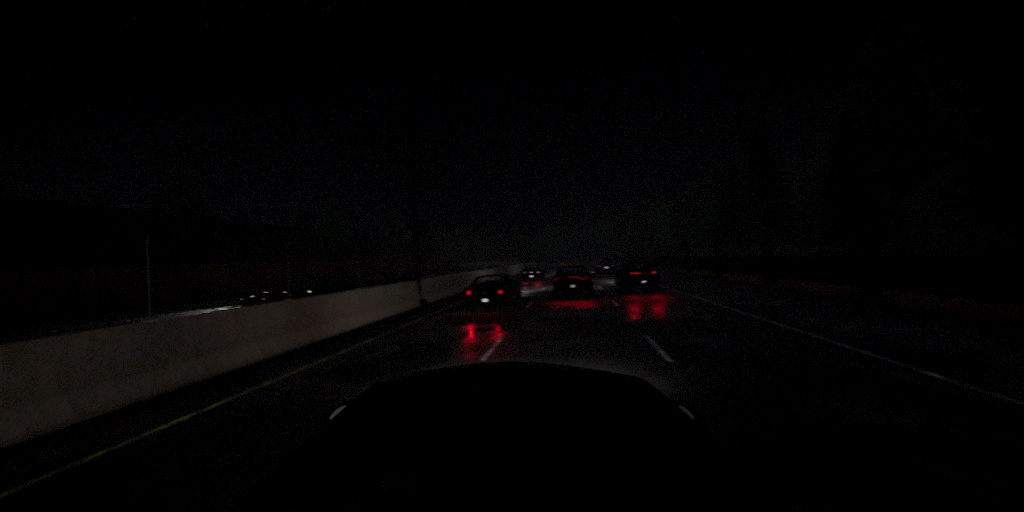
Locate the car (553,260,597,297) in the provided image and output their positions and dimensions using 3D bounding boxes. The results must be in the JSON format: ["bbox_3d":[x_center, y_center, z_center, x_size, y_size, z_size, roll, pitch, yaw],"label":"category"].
[{"bbox_3d":[3.171,1.212,18.822,1.882,1.535,5.008,-3,0,9],"label":"car"}]

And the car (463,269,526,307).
[{"bbox_3d":[-0.732,1.489,16.581,1.895,1.301,4.718,-3,0,9],"label":"car"}]

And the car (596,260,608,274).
[{"bbox_3d":[9.913,1.146,38.465,1.994,1.385,4.181,-3,0,9],"label":"car"}]

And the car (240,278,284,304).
[{"bbox_3d":[-14.217,2.078,22.015,1.994,1.385,4.181,-3,0,9],"label":"car"}]

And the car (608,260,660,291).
[{"bbox_3d":[6.943,1.072,20.232,2.128,1.511,4.902,-3,0,9],"label":"car"}]

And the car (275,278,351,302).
[{"bbox_3d":[-10.868,1.960,20.833,1.895,1.301,4.718,-3,0,9],"label":"car"}]

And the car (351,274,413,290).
[{"bbox_3d":[-7.248,1.769,21.307,1.994,1.385,4.181,-3,0,9],"label":"car"}]

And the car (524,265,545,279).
[{"bbox_3d":[2.080,1.491,33.860,1.895,1.301,4.718,-3,0,9],"label":"car"}]
